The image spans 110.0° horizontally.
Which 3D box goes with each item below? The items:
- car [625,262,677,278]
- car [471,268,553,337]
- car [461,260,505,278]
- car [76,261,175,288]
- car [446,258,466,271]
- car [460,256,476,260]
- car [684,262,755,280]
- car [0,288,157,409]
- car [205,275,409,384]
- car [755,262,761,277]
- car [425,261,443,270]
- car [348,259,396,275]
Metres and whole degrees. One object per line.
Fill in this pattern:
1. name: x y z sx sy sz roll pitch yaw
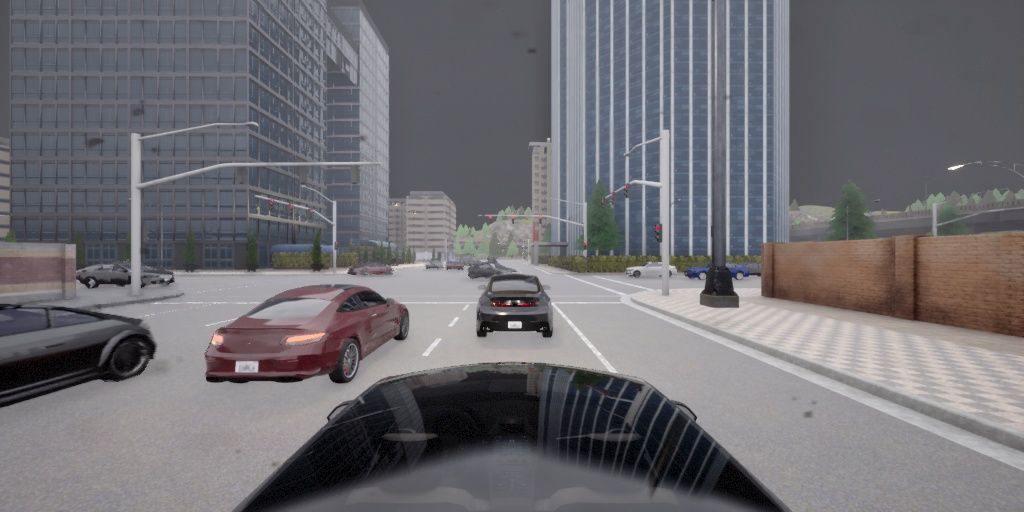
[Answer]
1. car: 13.025 1.275 33.719 4.674 1.442 1.812 0 0 1
2. car: 0.063 1.255 10.229 1.837 1.490 4.892 0 0 0
3. car: -1.666 1.275 29.520 4.674 1.442 1.812 0 1 38
4. car: -24.231 1.241 22.667 4.902 1.511 2.128 0 0 0
5. car: -7.915 1.350 49.646 1.895 1.301 4.718 0 0 -1
6. car: -8.092 0.972 62.615 2.150 2.045 5.566 0 0 0
7. car: 17.208 1.227 30.276 5.008 1.535 1.882 0 0 -1
8. car: -7.108 1.314 4.400 1.994 1.385 4.181 0 0 0
9. car: -3.438 1.276 6.963 1.812 1.442 4.674 0 0 0
10. car: 22.612 1.297 33.824 5.357 1.411 2.033 0 0 -1
11. car: -11.462 1.350 52.834 1.895 1.301 4.718 0 0 -1
12. car: -13.990 1.314 35.683 1.994 1.385 4.181 1 0 39
